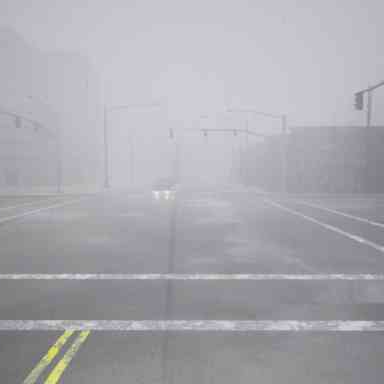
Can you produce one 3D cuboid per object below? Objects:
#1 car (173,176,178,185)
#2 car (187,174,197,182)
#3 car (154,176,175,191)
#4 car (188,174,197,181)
[{"bbox_3d":[-3.538,-1.645,51.250,1.837,1.490,4.892,0,4,0],"label":"car"},{"bbox_3d":[0.085,-2.936,70.923,1.812,1.442,4.674,0,4,0],"label":"car"},{"bbox_3d":[-3.553,-0.925,41.342,1.994,1.385,4.181,0,4,0],"label":"car"},{"bbox_3d":[0.089,-3.612,81.083,2.128,1.511,4.902,0,4,0],"label":"car"}]
